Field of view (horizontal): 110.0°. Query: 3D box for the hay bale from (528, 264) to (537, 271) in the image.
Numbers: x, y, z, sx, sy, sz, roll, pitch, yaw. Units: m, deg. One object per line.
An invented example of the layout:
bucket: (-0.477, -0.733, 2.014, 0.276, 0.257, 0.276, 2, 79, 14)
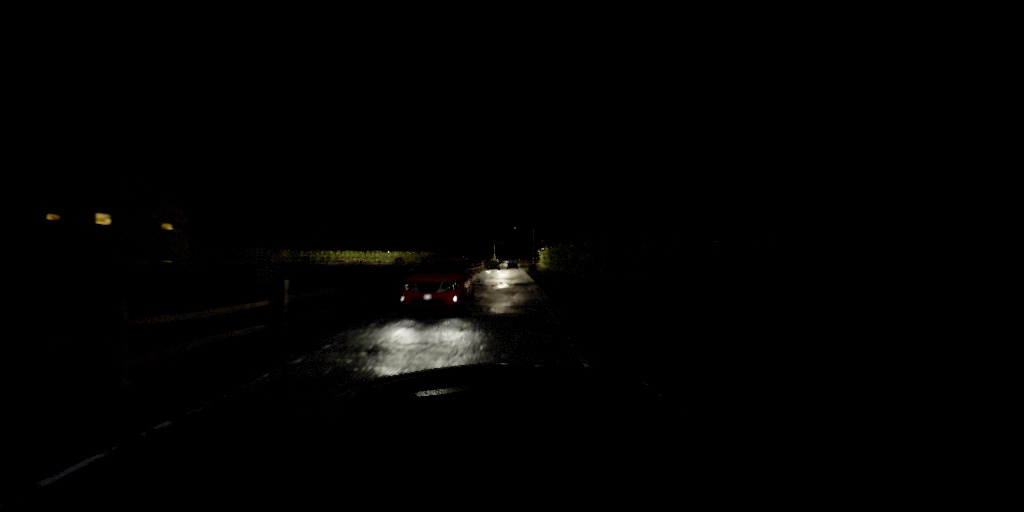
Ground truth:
hay bale: (3.183, 1.703, 55.285, 1.220, 1.180, 1.240, 0, 0, 0)

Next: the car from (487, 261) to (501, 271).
car: (-2.734, 1.565, 55.344, 1.812, 1.442, 4.674, 0, 0, 1)

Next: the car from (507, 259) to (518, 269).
car: (0.071, 1.567, 63.406, 1.882, 1.535, 5.008, 0, 0, 0)

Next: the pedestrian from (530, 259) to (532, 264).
pedestrian: (2.886, 1.358, 56.388, 0.375, 1.860, 0.375, 0, 0, -3)

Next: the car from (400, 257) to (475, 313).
car: (-2.804, 1.038, 14.764, 2.150, 2.045, 5.566, 0, -1, 0)
